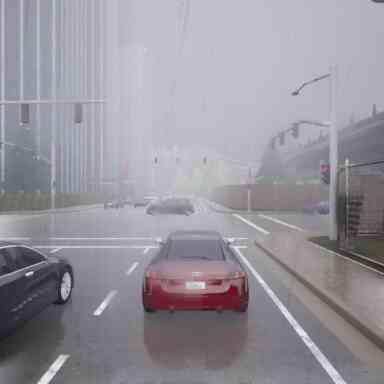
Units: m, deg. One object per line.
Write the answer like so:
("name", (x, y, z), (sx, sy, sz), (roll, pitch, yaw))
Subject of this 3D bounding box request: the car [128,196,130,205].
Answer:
("car", (-10.604, 1.505, 54.596), (1.837, 1.490, 4.892), (0, 0, 0))

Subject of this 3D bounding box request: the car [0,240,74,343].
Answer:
("car", (-3.444, 1.505, 5.222), (1.837, 1.490, 4.892), (0, 0, 0))

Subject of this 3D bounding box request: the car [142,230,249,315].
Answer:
("car", (0.069, 1.564, 7.680), (1.994, 1.385, 4.181), (0, 0, 0))

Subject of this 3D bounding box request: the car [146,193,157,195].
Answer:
("car", (-7.096, 1.221, 58.168), (2.150, 2.045, 5.566), (0, 0, 1))

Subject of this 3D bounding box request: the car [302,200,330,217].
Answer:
("car", (13.076, 1.533, 31.810), (5.008, 1.535, 1.882), (0, 0, 0))

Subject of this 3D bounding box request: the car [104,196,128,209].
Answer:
("car", (-10.609, 1.492, 45.352), (2.128, 1.511, 4.902), (0, 0, 0))

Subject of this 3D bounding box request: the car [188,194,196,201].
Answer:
("car", (-0.031, 1.361, 84.694), (1.837, 1.490, 4.892), (0, 0, 0))

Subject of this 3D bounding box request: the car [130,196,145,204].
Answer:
("car", (-10.556, 1.547, 64.911), (2.033, 1.411, 5.357), (0, 0, 1))

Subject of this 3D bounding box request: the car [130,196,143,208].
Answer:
("car", (-7.106, 1.547, 47.978), (2.033, 1.411, 5.357), (0, 0, 0))

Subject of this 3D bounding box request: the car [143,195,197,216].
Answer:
("car", (-2.065, 1.381, 31.772), (4.553, 1.767, 2.097), (0, 0, 0))

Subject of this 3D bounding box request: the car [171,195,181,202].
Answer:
("car", (-3.528, 1.495, 74.269), (1.837, 1.490, 4.892), (0, 0, 0))

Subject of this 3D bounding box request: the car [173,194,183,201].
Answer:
("car", (-3.531, 1.386, 84.693), (2.128, 1.511, 4.902), (0, 0, 0))

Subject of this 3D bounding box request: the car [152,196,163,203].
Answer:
("car", (-7.034, 1.505, 68.310), (1.837, 1.490, 4.892), (0, 0, 0))
